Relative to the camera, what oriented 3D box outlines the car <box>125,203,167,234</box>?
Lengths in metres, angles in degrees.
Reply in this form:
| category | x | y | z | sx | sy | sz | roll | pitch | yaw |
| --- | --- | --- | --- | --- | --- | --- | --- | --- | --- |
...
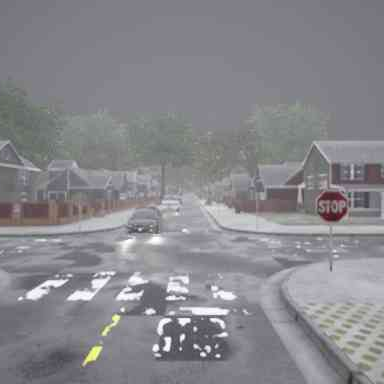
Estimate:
| category | x | y | z | sx | sy | sz | roll | pitch | yaw |
| --- | --- | --- | --- | --- | --- | --- | --- | --- | --- |
| car | -2.752 | 1.685 | 20.033 | 1.837 | 1.490 | 4.892 | 0 | 1 | 0 |

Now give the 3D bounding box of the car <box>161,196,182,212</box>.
| category | x | y | z | sx | sy | sz | roll | pitch | yaw |
| --- | --- | --- | --- | --- | --- | --- | --- | --- | --- |
| car | -2.755 | 1.495 | 42.948 | 2.150 | 2.045 | 5.566 | 0 | 0 | 0 |
